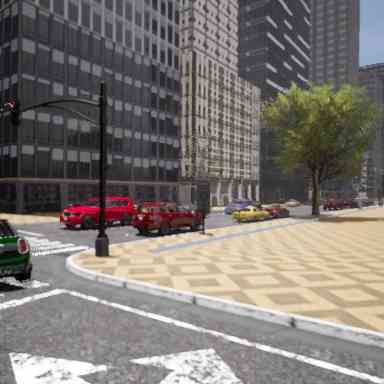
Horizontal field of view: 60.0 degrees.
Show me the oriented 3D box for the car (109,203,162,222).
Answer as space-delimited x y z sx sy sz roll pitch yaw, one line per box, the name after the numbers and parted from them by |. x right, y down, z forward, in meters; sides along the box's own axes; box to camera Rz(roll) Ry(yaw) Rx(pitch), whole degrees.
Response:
-4.936 1.748 29.878 1.752 1.417 4.829 0 0 36 | car

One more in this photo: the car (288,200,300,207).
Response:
18.530 2.084 61.611 1.752 1.417 4.829 0 0 36 | car

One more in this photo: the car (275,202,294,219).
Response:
8.612 2.001 34.105 1.802 1.307 4.206 0 0 36 | car

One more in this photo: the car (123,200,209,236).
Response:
-1.447 1.587 20.501 2.192 1.841 5.009 0 0 36 | car

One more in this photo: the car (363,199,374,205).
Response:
42.147 2.468 79.455 1.802 1.307 4.206 0 0 36 | car

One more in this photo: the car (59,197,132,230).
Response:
-6.442 1.421 23.457 2.150 2.045 5.566 1 0 36 | car

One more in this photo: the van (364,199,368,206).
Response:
35.442 2.136 70.385 1.690 1.788 3.998 0 0 36 | van

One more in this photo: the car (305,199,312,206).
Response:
25.335 2.234 70.813 1.802 1.307 4.206 0 0 36 | car

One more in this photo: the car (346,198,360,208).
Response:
28.735 2.018 61.316 2.192 1.841 5.009 0 0 36 | car

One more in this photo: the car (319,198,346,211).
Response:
22.028 1.925 52.246 2.192 1.841 5.009 0 0 36 | car

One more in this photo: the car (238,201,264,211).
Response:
8.574 1.985 48.148 1.947 1.339 4.313 0 0 36 | car

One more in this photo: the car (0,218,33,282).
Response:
-6.089 1.461 9.087 2.097 1.767 4.553 0 -2 -43 | car

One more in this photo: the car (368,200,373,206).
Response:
38.794 2.281 74.920 1.967 1.590 4.097 0 0 36 | car

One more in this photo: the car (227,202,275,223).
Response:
5.360 1.897 29.706 1.752 1.417 4.829 0 0 36 | car

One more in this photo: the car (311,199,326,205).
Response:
28.687 2.249 75.347 2.008 1.369 4.403 0 0 36 | car

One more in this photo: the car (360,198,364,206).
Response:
32.087 2.294 65.850 1.887 1.381 4.507 0 0 36 | car

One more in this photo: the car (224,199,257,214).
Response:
5.760 1.730 39.954 2.097 1.767 4.553 1 0 37 | car
